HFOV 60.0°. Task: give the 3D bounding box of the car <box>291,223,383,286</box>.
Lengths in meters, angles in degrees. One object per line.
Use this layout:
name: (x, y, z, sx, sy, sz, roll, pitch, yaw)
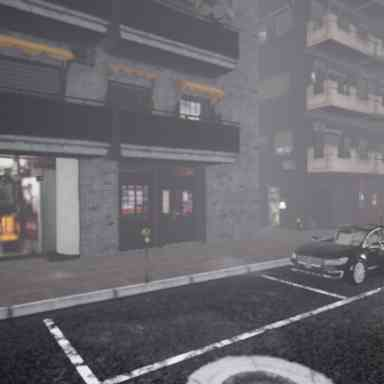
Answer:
car: (4.632, 1.597, 9.429, 4.403, 1.369, 2.008, 0, -1, -36)
